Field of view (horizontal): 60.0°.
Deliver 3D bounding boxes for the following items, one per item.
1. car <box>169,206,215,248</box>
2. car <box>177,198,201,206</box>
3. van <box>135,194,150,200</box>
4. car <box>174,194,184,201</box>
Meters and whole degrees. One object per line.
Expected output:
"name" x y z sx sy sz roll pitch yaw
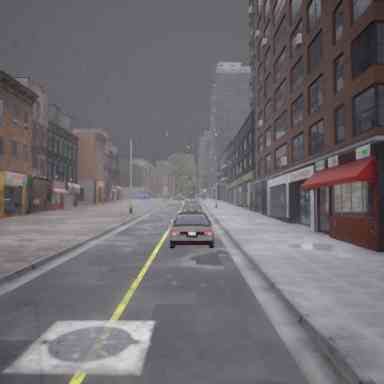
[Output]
"car" 0.000 1.568 14.661 2.033 1.411 5.357 0 0 0
"car" 0.000 1.537 29.673 2.033 1.411 5.357 0 0 0
"van" -12.926 1.345 87.157 3.998 1.788 1.690 0 -2 0
"car" -2.751 1.153 73.845 2.097 1.767 4.553 0 0 0
